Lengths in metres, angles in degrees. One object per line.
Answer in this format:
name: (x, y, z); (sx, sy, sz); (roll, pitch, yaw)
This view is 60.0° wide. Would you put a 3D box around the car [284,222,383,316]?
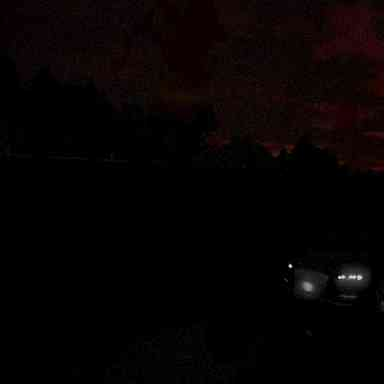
car: (4.128, 1.474, 7.555); (4.902, 1.511, 2.128); (0, 0, -36)
